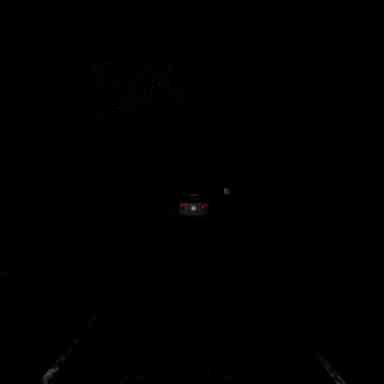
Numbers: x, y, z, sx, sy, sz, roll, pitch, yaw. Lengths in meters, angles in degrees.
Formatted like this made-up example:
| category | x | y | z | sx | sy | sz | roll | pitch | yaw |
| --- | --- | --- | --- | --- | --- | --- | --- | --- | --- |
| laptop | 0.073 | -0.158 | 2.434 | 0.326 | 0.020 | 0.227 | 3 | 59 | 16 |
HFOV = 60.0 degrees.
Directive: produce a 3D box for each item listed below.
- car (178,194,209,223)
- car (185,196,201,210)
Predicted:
| category | x | y | z | sx | sy | sz | roll | pitch | yaw |
| --- | --- | --- | --- | --- | --- | --- | --- | --- | --- |
| car | 0.109 | 1.179 | 25.322 | 2.150 | 2.045 | 5.566 | 0 | 0 | 0 |
| car | 0.114 | 1.339 | 42.702 | 1.882 | 1.535 | 5.008 | 0 | 0 | 0 |
